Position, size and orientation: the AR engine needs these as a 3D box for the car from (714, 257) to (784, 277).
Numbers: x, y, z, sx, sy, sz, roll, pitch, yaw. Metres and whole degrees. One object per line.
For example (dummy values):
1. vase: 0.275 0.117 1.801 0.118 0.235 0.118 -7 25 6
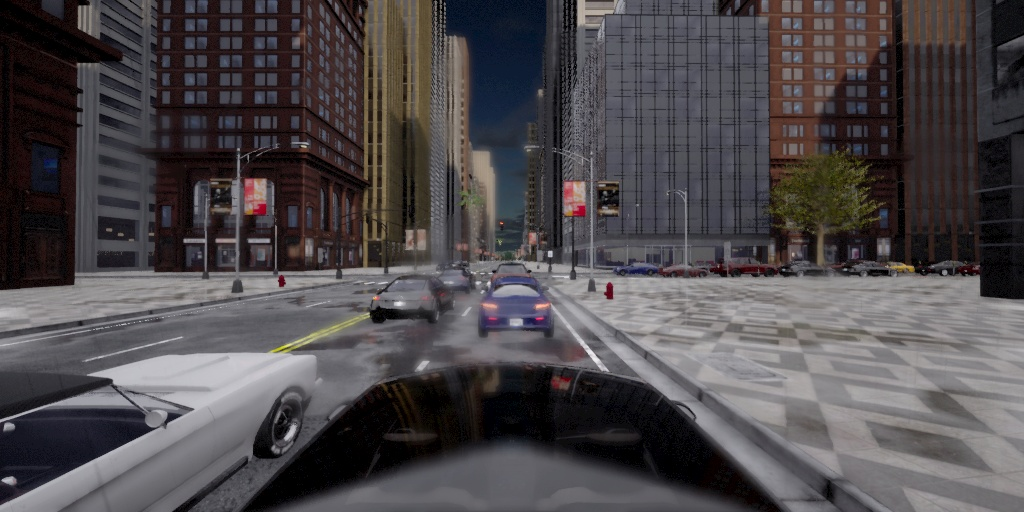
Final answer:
1. car: 20.934 1.041 32.242 5.009 1.841 2.192 0 0 -1

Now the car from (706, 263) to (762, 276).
1. car: 23.510 1.388 38.059 4.718 1.301 1.895 0 -1 -1

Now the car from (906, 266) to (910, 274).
1. car: 43.181 1.296 41.129 4.829 1.417 1.751 0 0 -1

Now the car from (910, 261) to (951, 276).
1. car: 42.776 1.206 35.222 4.892 1.490 1.837 0 -1 -1

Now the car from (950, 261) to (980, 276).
1. car: 43.484 1.214 32.608 4.507 1.381 1.888 0 0 -1

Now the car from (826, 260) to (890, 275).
1. car: 36.829 1.229 38.260 5.008 1.535 1.882 -1 -1 0

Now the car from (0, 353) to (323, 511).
1. car: -3.154 1.351 2.081 1.895 1.301 4.718 0 0 0

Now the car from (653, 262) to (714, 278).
1. car: 15.295 1.327 32.150 4.207 1.307 1.802 0 0 -1

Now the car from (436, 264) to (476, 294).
1. car: -3.164 1.353 20.504 1.994 1.385 4.181 0 0 0

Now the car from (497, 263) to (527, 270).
1. car: -0.012 1.135 19.110 2.097 1.767 4.553 0 0 0

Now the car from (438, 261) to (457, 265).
1. car: -9.877 1.544 52.852 1.994 1.385 4.181 0 0 0

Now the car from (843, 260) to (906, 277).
1. car: 32.208 1.260 32.425 4.313 1.339 1.948 0 0 -1

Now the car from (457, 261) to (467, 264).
1. car: -9.861 1.545 63.138 2.128 1.511 4.902 0 0 0

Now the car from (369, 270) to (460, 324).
1. car: -3.158 1.327 12.116 1.994 1.385 4.181 0 0 0

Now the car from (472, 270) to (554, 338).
1. car: 0.099 1.284 10.124 1.812 1.442 4.674 0 0 0

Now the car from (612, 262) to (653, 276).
1. car: 13.020 1.347 37.898 4.674 1.442 1.812 0 -1 1

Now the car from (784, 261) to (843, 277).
1. car: 26.571 1.276 32.333 4.313 1.339 1.948 0 0 -1
